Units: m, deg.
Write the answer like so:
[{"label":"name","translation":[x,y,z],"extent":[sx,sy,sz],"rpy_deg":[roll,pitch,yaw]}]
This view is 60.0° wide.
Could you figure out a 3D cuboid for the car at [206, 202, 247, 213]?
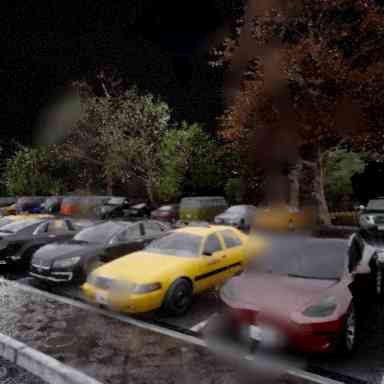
[{"label":"car","translation":[3.219,1.583,21.991],"extent":[2.002,1.452,4.674],"rpy_deg":[0,0,36]}]

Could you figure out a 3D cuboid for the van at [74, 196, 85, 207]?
[{"label":"van","translation":[-7.969,1.386,30.160],"extent":[1.878,1.987,4.442],"rpy_deg":[0,0,36]}]

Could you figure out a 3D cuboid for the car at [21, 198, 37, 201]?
[{"label":"car","translation":[-14.667,1.679,34.830],"extent":[2.097,1.535,5.008],"rpy_deg":[-1,-1,36]}]

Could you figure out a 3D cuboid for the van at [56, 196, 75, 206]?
[{"label":"van","translation":[-10.118,1.399,31.702],"extent":[1.878,1.987,4.442],"rpy_deg":[0,0,36]}]

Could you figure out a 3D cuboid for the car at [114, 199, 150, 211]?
[{"label":"car","translation":[-3.437,1.584,26.757],"extent":[2.097,1.535,5.008],"rpy_deg":[0,0,36]}]

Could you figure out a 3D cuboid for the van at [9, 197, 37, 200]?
[{"label":"van","translation":[-16.992,1.511,36.348],"extent":[1.878,1.987,4.442],"rpy_deg":[-1,-1,36]}]

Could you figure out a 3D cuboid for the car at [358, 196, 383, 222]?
[{"label":"car","translation":[10.053,1.250,17.047],"extent":[2.435,2.045,5.566],"rpy_deg":[0,0,36]}]

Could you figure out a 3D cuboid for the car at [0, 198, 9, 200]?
[{"label":"car","translation":[-19.276,1.792,37.904],"extent":[1.946,1.575,5.366],"rpy_deg":[-1,-1,36]}]

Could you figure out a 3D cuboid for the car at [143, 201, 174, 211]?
[{"label":"car","translation":[-1.183,1.610,25.144],"extent":[2.002,1.452,4.674],"rpy_deg":[0,0,36]}]

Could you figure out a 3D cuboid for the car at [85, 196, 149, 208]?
[{"label":"car","translation":[-5.803,1.347,28.427],"extent":[2.435,2.045,5.566],"rpy_deg":[0,0,36]}]

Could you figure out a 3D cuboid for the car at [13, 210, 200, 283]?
[{"label":"car","translation":[-2.137,1.533,9.739],"extent":[2.231,1.521,4.892],"rpy_deg":[0,0,36]}]

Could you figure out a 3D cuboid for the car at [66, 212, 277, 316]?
[{"label":"car","translation":[0.006,1.516,7.965],"extent":[1.946,1.575,5.366],"rpy_deg":[0,0,36]}]

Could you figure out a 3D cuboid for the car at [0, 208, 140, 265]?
[{"label":"car","translation":[-4.400,1.547,11.347],"extent":[2.231,1.521,4.892],"rpy_deg":[0,0,36]}]

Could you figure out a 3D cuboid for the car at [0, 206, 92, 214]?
[{"label":"car","translation":[-6.760,1.557,12.820],"extent":[1.946,1.575,5.366],"rpy_deg":[0,0,36]}]

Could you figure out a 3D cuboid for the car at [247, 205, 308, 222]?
[{"label":"car","translation":[5.565,1.529,20.296],"extent":[2.097,1.535,5.008],"rpy_deg":[0,0,36]}]

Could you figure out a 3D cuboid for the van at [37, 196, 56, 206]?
[{"label":"van","translation":[-12.612,1.413,33.205],"extent":[1.878,1.987,4.442],"rpy_deg":[-1,-1,36]}]

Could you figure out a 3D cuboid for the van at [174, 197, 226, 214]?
[{"label":"van","translation":[1.033,1.331,23.699],"extent":[1.878,1.987,4.442],"rpy_deg":[0,0,36]}]

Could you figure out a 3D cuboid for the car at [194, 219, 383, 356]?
[{"label":"car","translation":[2.353,1.534,6.473],"extent":[2.163,1.488,4.792],"rpy_deg":[0,0,36]}]

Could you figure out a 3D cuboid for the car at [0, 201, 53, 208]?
[{"label":"car","translation":[-8.926,1.448,14.565],"extent":[2.185,1.767,4.553],"rpy_deg":[0,0,36]}]
